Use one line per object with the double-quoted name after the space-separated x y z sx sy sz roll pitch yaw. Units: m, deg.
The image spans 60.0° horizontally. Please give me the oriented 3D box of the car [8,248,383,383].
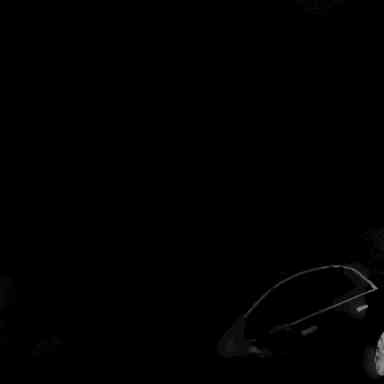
0.628 1.504 3.833 4.892 1.490 1.837 0 0 -36 "car"
